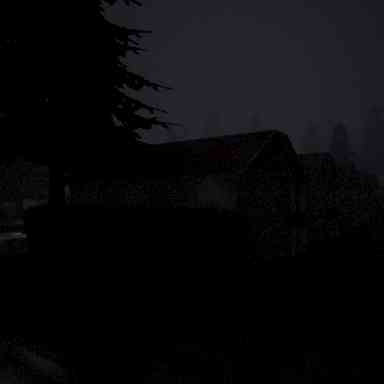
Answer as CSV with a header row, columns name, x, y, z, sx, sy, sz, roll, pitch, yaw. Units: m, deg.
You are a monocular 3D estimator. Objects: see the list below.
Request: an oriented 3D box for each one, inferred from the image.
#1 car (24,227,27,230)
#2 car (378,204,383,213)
name,x,y,z,sx,sy,sz,roll,pitch,yaw
car,-9.423,1.867,23.745,2.097,1.767,4.553,-1,-1,36
car,22.610,2.038,41.483,4.902,1.511,2.128,-1,-1,29
